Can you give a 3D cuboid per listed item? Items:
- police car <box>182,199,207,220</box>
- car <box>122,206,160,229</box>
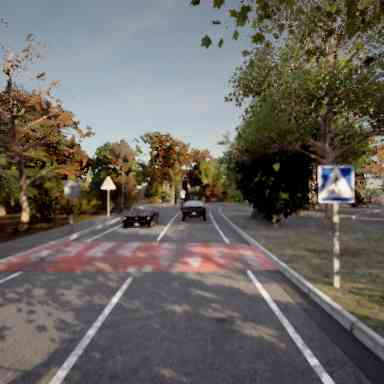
[{"bbox_3d":[0.215,1.413,28.020,1.930,1.638,5.238,0,0,1],"label":"police car"},{"bbox_3d":[-3.294,1.634,22.136,1.895,1.301,4.718,0,0,1],"label":"car"}]
